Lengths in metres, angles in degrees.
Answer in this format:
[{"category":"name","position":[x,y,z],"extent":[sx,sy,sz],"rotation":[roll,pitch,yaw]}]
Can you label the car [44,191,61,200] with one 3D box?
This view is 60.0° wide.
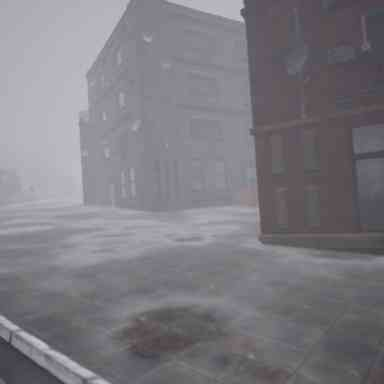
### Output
[{"category":"car","position":[-28.232,0.609,67.427],"extent":[2.128,1.511,4.902],"rotation":[-4,3,1]}]
